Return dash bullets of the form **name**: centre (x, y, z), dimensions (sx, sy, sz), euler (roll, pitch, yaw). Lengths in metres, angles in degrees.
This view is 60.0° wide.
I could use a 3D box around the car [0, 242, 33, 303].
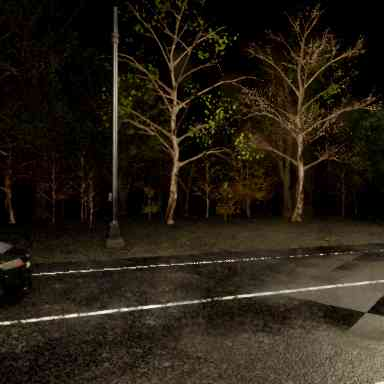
- **car**: centre (-5.549, 1.563, 6.780), dimensions (4.181, 1.385, 1.994), euler (0, 0, -18)
